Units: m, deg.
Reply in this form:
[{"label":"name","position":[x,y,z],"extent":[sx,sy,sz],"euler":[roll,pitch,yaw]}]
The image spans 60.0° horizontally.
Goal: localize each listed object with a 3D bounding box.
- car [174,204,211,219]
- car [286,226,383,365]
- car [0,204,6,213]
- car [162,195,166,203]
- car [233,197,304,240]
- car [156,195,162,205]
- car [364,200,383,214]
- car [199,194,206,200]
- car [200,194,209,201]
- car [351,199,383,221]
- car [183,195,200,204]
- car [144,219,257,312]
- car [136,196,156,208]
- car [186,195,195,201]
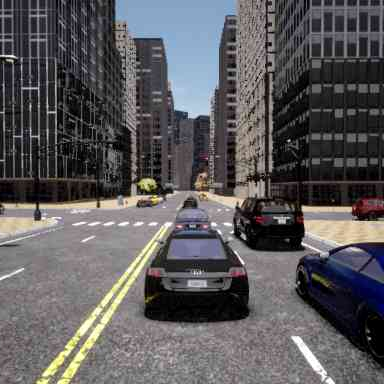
[{"label":"car","position":[0.022,1.538,17.014],"extent":[2.033,1.411,5.357],"euler":[0,0,0]},{"label":"car","position":[3.334,1.561,5.823],"extent":[1.994,1.385,4.181],"euler":[0,0,-1]},{"label":"car","position":[-19.946,1.345,30.948],"extent":[4.892,1.490,1.837],"euler":[1,1,1]},{"label":"car","position":[-6.838,1.469,66.565],"extent":[1.812,1.442,4.674],"euler":[0,0,0]},{"label":"car","position":[3.305,1.213,15.244],"extent":[2.150,2.045,5.566],"euler":[0,0,-2]},{"label":"car","position":[-6.847,1.433,57.117],"extent":[1.882,1.535,5.008],"euler":[0,0,0]},{"label":"car","position":[21.643,1.643,36.245],"extent":[4.829,1.417,1.752],"euler":[1,0,1]},{"label":"car","position":[2.837,1.242,89.079],"extent":[1.837,1.490,4.892],"euler":[0,0,0]},{"label":"car","position":[2.886,1.396,78.661],"extent":[1.882,1.535,5.008],"euler":[0,0,0]},{"label":"car","position":[16.073,1.520,27.933],"extent":[5.009,1.841,2.192],"euler":[1,0,1]},{"label":"car","position":[-0.211,1.477,44.916],"extent":[1.837,1.490,4.892],"euler":[1,0,2]},{"label":"car","position":[0.066,1.560,7.793],"extent":[1.994,1.385,4.181],"euler":[0,0,-1]},{"label":"car","position":[-6.813,1.529,48.188],"extent":[1.994,1.385,4.181],"euler":[0,0,0]},{"label":"car","position":[-0.370,1.397,79.897],"extent":[1.882,1.535,5.008],"euler":[0,0,0]}]
